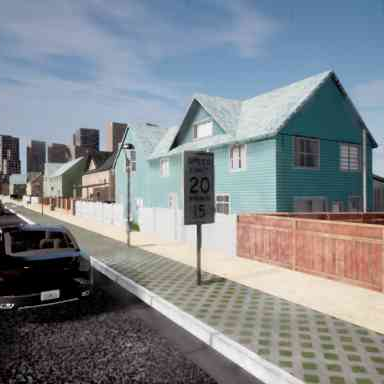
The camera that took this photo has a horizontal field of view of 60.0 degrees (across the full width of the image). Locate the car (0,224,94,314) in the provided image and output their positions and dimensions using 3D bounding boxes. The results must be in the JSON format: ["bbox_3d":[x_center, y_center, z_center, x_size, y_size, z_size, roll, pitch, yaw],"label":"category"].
[{"bbox_3d":[-3.703,1.507,7.710,1.837,1.490,4.892,0,0,-32],"label":"car"}]

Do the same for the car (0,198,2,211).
[{"bbox_3d":[-25.161,1.508,41.765,2.128,1.511,4.902,0,0,-32],"label":"car"}]

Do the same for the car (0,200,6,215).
[{"bbox_3d":[-19.598,1.504,33.016,2.128,1.511,4.902,0,0,-31],"label":"car"}]
